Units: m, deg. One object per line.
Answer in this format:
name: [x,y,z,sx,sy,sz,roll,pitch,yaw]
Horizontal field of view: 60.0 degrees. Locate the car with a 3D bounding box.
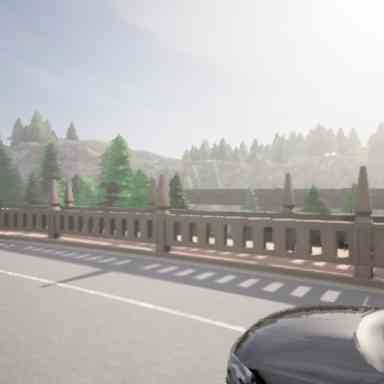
car: [2.533,1.490,2.166,4.902,1.511,2.128,0,0,35]
